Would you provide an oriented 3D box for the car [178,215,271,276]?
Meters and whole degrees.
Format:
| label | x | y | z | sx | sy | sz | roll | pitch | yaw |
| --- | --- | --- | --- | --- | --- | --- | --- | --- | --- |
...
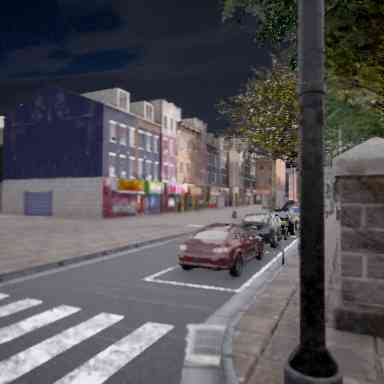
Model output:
| label | x | y | z | sx | sy | sz | roll | pitch | yaw |
| --- | --- | --- | --- | --- | --- | --- | --- | --- | --- |
| car | 1.011 | 1.598 | 10.253 | 1.802 | 1.307 | 4.206 | 1 | 0 | 25 |

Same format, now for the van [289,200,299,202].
| label | x | y | z | sx | sy | sz | roll | pitch | yaw |
| --- | --- | --- | --- | --- | --- | --- | --- | --- | --- |
| van | 9.964 | 1.544 | 29.440 | 1.690 | 1.788 | 3.998 | 1 | 0 | 25 |

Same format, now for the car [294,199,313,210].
| label | x | y | z | sx | sy | sz | roll | pitch | yaw |
| --- | --- | --- | --- | --- | --- | --- | --- | --- | --- |
| car | 17.138 | 1.930 | 50.973 | 2.128 | 1.511 | 4.902 | 0 | -1 | 25 |

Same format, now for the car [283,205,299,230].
| label | x | y | z | sx | sy | sz | roll | pitch | yaw |
| --- | --- | --- | --- | --- | --- | --- | --- | --- | --- |
| car | 5.341 | 1.671 | 19.568 | 1.947 | 1.339 | 4.313 | 1 | 0 | 25 |

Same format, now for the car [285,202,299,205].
| label | x | y | z | sx | sy | sz | roll | pitch | yaw |
| --- | --- | --- | --- | --- | --- | --- | --- | --- | --- |
| car | 7.724 | 1.681 | 24.658 | 1.752 | 1.417 | 4.829 | 1 | 0 | 25 |

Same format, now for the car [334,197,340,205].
| label | x | y | z | sx | sy | sz | roll | pitch | yaw |
| --- | --- | --- | --- | --- | --- | --- | --- | --- | --- |
| car | 35.378 | 2.154 | 83.727 | 2.192 | 1.841 | 5.009 | 0 | -1 | 25 |

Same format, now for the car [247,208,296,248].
| label | x | y | z | sx | sy | sz | roll | pitch | yaw |
| --- | --- | --- | --- | --- | --- | --- | --- | --- | --- |
| car | 3.234 | 1.612 | 15.047 | 2.008 | 1.369 | 4.403 | 1 | 0 | 25 |
